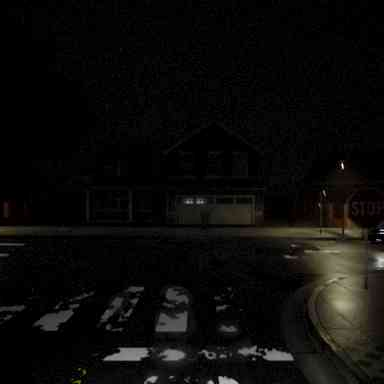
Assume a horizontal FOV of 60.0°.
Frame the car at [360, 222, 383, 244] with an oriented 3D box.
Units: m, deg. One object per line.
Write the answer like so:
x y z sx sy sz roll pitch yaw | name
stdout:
9.736 1.527 13.938 5.008 1.535 1.882 0 0 -1 | car
